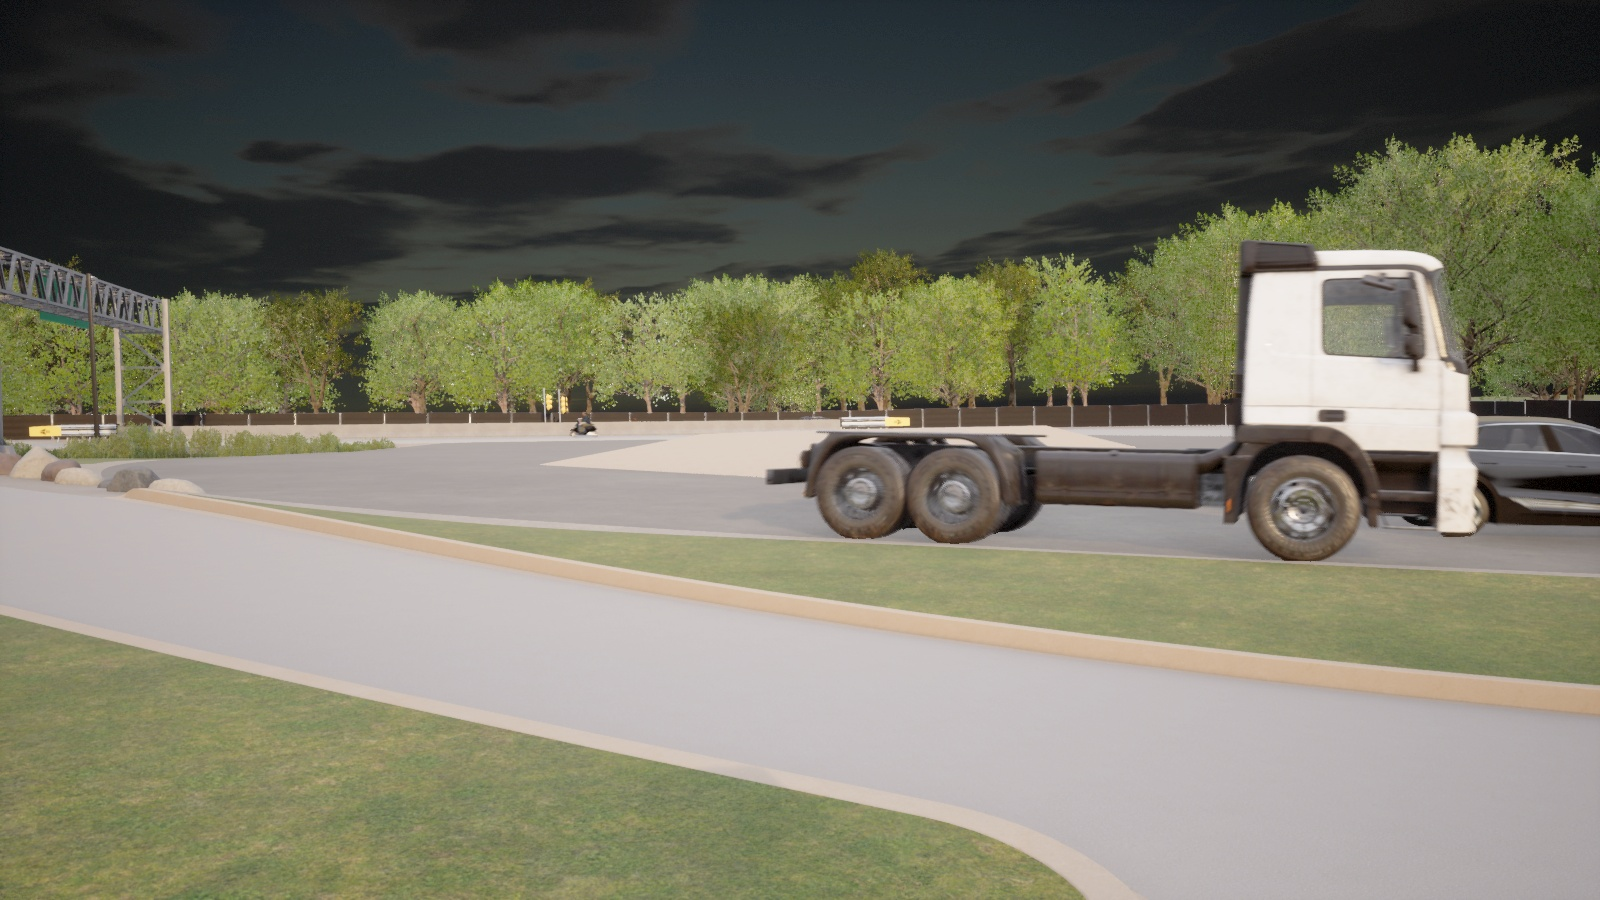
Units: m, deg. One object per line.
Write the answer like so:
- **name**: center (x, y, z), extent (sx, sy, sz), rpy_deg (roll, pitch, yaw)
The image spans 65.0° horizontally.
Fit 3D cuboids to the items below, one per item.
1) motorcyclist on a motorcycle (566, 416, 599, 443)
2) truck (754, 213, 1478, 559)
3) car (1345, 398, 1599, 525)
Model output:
- **motorcyclist on a motorcycle**: center (-13.437, -1.265, 77.682), extent (1.817, 1.590, 0.866), rpy_deg (-3, 2, -20)
- **truck**: center (3.652, -0.661, 15.409), extent (7.936, 3.462, 2.891), rpy_deg (0, 1, 22)
- **car**: center (10.350, 0.120, 17.356), extent (4.856, 1.649, 2.033), rpy_deg (-1, 2, 12)
